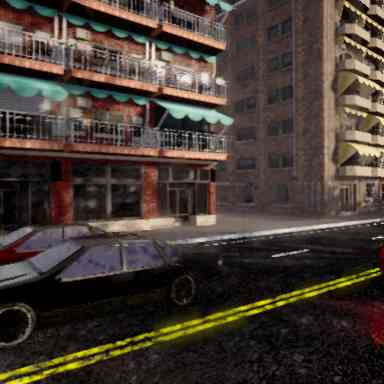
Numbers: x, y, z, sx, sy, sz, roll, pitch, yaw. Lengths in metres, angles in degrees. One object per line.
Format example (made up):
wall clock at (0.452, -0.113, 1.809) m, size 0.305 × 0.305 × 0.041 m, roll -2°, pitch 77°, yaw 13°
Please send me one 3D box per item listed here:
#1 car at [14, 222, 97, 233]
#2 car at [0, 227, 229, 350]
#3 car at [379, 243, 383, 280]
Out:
car at (-3.788, 1.558, 8.982) m, size 5.357 × 1.411 × 2.033 m, roll 0°, pitch 0°, yaw -36°
car at (-1.761, 1.554, 6.436) m, size 5.357 × 1.411 × 2.033 m, roll 0°, pitch 0°, yaw -36°
car at (6.571, 1.474, 8.246) m, size 5.008 × 1.535 × 1.882 m, roll 0°, pitch 0°, yaw -36°
